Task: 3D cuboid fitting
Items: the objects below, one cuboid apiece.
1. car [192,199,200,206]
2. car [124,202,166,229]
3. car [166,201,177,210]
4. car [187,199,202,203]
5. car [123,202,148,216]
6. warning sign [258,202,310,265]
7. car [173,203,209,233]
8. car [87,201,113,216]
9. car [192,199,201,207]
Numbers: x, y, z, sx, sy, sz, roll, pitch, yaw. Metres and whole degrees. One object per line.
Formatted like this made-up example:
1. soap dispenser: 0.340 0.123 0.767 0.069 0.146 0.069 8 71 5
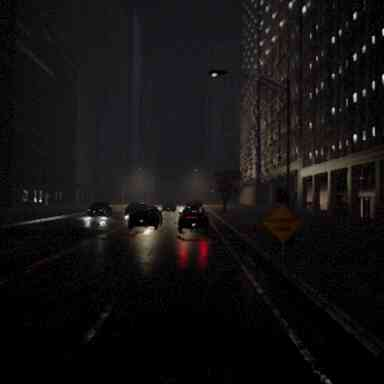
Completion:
1. car: 0.962 2.383 76.398 1.812 1.442 4.674 1 -1 0
2. car: -3.147 1.690 23.289 1.882 1.535 5.008 1 -1 0
3. car: -3.192 2.008 47.386 1.812 1.442 4.674 1 0 0
4. car: 0.050 1.976 45.490 1.882 1.535 5.008 1 0 0
5. car: -6.563 1.900 39.174 2.033 1.411 5.357 1 -1 0
6. warning sign: 2.846 1.253 10.416 1.300 1.860 1.060 0 -2 0
7. car: 0.105 1.724 21.700 2.128 1.511 4.902 1 -1 0
8. car: -9.826 1.783 35.869 1.837 1.490 4.892 1 -1 0
9. car: 0.964 2.267 70.398 1.882 1.535 5.008 1 -1 0
